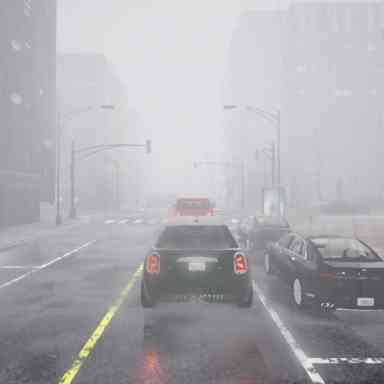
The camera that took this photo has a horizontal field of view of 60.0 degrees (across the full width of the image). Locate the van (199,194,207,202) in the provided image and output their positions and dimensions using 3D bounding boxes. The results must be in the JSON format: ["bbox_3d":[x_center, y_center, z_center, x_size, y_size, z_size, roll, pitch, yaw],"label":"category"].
[{"bbox_3d":[2.671,1.373,79.210,1.690,1.788,3.998,1,0,0],"label":"van"}]

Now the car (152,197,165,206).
[{"bbox_3d":[-5.702,1.566,56.961,1.887,1.381,4.507,1,0,0],"label":"car"}]

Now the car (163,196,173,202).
[{"bbox_3d":[-5.712,1.597,79.245,1.947,1.339,4.313,1,0,0],"label":"car"}]

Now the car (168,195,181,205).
[{"bbox_3d":[-3.093,1.375,60.612,2.097,1.767,4.553,0,0,0],"label":"car"}]

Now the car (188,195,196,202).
[{"bbox_3d":[-0.034,1.557,80.947,1.812,1.442,4.674,0,0,0],"label":"car"}]

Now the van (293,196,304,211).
[{"bbox_3d":[13.748,1.296,38.178,3.998,1.788,1.690,0,0,0],"label":"van"}]

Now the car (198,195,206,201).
[{"bbox_3d":[2.664,1.582,90.351,1.887,1.381,4.507,1,0,0],"label":"car"}]

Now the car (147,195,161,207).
[{"bbox_3d":[-5.696,1.334,51.390,2.192,1.841,5.009,1,0,0],"label":"car"}]

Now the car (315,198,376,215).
[{"bbox_3d":[13.691,1.413,29.797,4.206,1.307,1.802,0,0,0],"label":"car"}]

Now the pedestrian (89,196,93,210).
[{"bbox_3d":[-12.546,1.347,41.312,0.375,1.860,0.375,0,0,0],"label":"pedestrian"}]

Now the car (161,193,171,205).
[{"bbox_3d":[-3.142,1.240,51.043,2.150,2.045,5.566,0,0,0],"label":"car"}]

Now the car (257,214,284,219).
[{"bbox_3d":[2.825,1.555,13.161,2.008,1.369,4.403,1,0,0],"label":"car"}]

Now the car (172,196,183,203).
[{"bbox_3d":[-3.029,1.553,70.682,2.128,1.511,4.902,0,0,0],"label":"car"}]

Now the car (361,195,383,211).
[{"bbox_3d":[19.275,1.228,38.141,5.009,1.841,2.192,0,0,0],"label":"car"}]

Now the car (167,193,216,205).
[{"bbox_3d":[0.080,1.228,17.558,2.150,2.045,5.566,0,0,0],"label":"car"}]

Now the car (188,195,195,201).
[{"bbox_3d":[-0.038,1.537,90.833,1.837,1.490,4.892,0,0,0],"label":"car"}]

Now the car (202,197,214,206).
[{"bbox_3d":[2.677,1.603,56.925,1.802,1.307,4.206,1,0,0],"label":"car"}]

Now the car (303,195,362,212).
[{"bbox_3d":[14.974,1.385,35.577,5.008,1.535,1.882,0,-1,2],"label":"car"}]

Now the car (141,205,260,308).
[{"bbox_3d":[0.097,1.354,8.087,2.097,1.767,4.553,0,0,0],"label":"car"}]

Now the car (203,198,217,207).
[{"bbox_3d":[2.680,1.585,51.354,1.947,1.339,4.313,1,0,0],"label":"car"}]

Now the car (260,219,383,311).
[{"bbox_3d":[2.828,1.553,7.591,2.008,1.369,4.403,1,0,0],"label":"car"}]

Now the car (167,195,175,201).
[{"bbox_3d":[-5.717,1.603,90.387,1.947,1.339,4.313,1,0,0],"label":"car"}]
